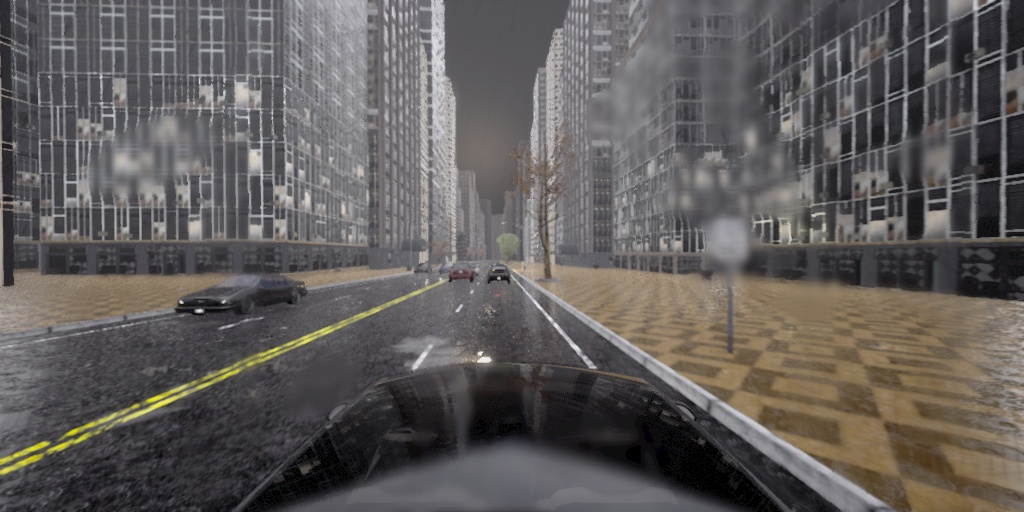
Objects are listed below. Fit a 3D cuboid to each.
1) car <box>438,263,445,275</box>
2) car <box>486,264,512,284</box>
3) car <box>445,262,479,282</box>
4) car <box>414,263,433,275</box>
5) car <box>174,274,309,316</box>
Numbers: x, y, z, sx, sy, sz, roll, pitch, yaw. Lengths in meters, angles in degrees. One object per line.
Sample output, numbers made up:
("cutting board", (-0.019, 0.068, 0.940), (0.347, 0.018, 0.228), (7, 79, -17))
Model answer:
("car", (-8.487, 1.678, 47.618), (1.812, 1.442, 4.674), (0, 0, -2))
("car", (-1.094, 1.493, 30.306), (1.837, 1.490, 4.892), (0, 0, -2))
("car", (-4.417, 1.368, 32.436), (2.097, 1.767, 4.553), (0, 0, -2))
("car", (-11.745, 1.669, 47.750), (1.837, 1.490, 4.892), (0, -1, -2))
("car", (-10.334, 1.434, 14.383), (2.033, 1.411, 5.357), (0, 0, -2))
